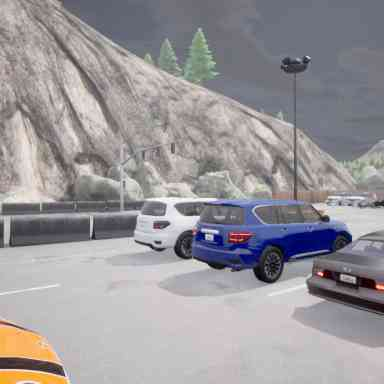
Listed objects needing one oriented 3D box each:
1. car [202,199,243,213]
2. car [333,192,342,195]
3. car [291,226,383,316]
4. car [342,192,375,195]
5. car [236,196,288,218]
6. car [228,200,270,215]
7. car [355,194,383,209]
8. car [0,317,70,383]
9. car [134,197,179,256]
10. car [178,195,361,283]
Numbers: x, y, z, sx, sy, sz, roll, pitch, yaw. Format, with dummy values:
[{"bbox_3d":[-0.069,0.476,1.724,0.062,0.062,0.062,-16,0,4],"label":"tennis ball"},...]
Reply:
[{"bbox_3d":[3.403,1.530,36.751,4.181,1.385,1.994,0,0,-36],"label":"car"},{"bbox_3d":[22.630,1.082,50.765,5.566,2.045,2.150,0,0,-36],"label":"car"},{"bbox_3d":[4.740,1.547,7.213,5.357,1.411,2.033,0,0,-36],"label":"car"},{"bbox_3d":[24.412,1.083,47.735,5.566,2.045,2.150,0,0,-36],"label":"car"},{"bbox_3d":[6.385,1.323,30.261,4.553,1.767,2.097,0,0,-36],"label":"car"},{"bbox_3d":[5.891,1.527,34.233,4.181,1.385,1.994,0,0,-36],"label":"car"},{"bbox_3d":[23.071,1.374,42.428,4.902,1.511,2.128,0,0,-36],"label":"car"},{"bbox_3d":[-2.939,1.350,1.644,4.553,1.767,2.097,0,0,-36],"label":"car"},{"bbox_3d":[0.525,1.221,12.797,5.566,2.045,2.150,0,0,-36],"label":"car"},{"bbox_3d":[2.550,1.221,9.920,5.566,2.045,2.150,0,0,-38],"label":"car"}]
